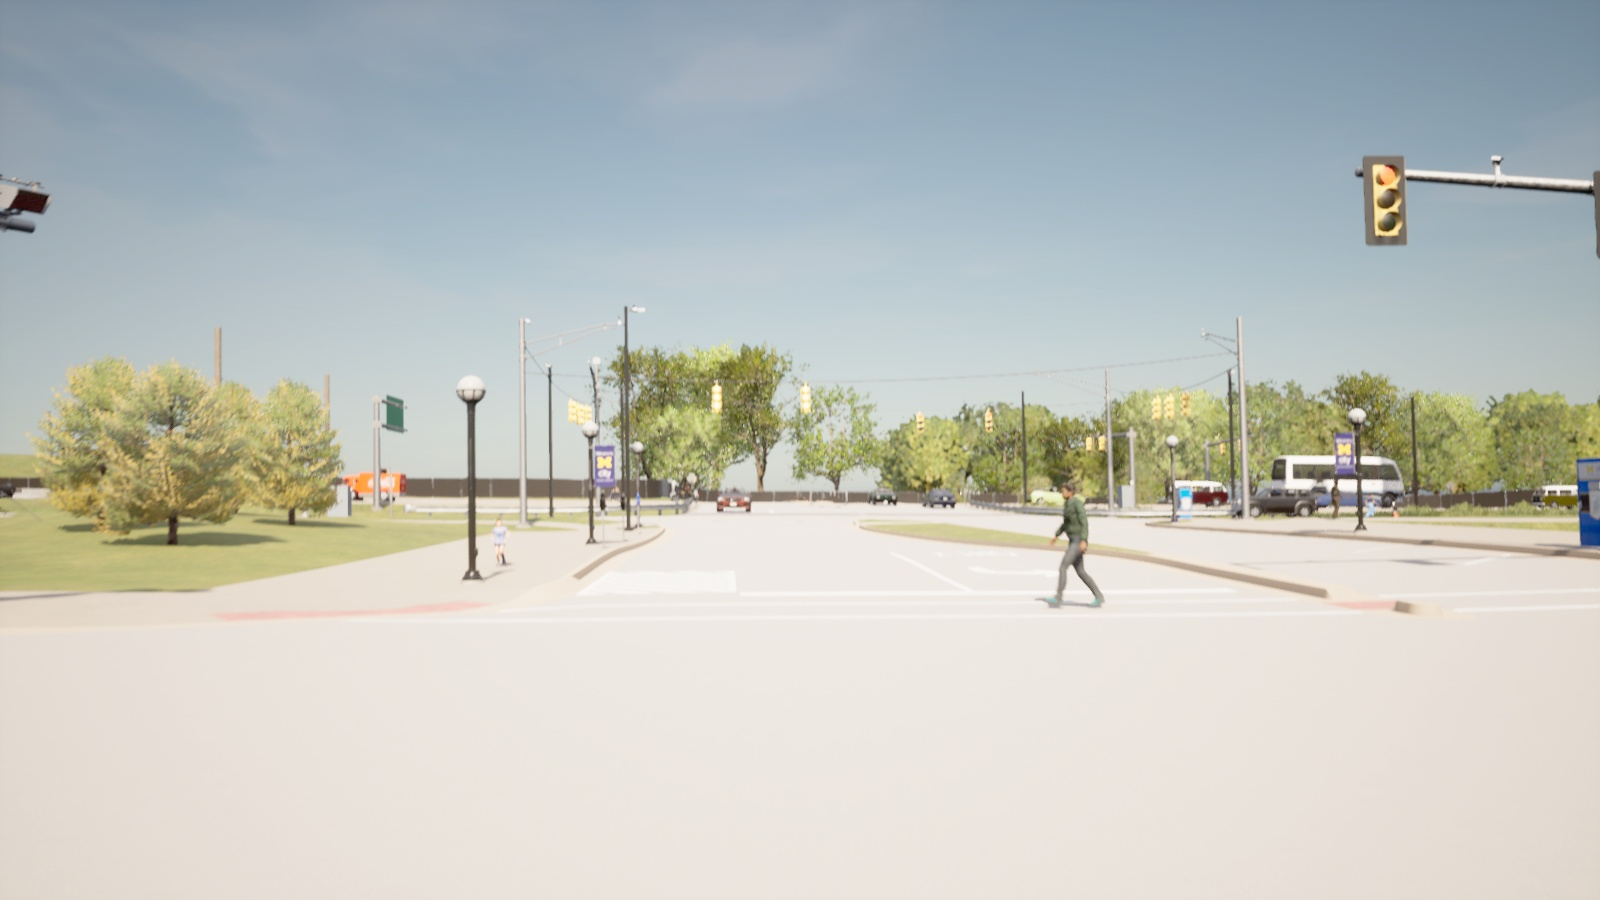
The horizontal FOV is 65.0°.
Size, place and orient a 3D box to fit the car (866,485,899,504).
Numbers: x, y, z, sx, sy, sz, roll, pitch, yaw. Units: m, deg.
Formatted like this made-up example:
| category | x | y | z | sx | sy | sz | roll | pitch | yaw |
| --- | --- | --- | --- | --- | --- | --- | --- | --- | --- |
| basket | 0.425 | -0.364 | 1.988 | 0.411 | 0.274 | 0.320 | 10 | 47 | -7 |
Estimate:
| category | x | y | z | sx | sy | sz | roll | pitch | yaw |
| --- | --- | --- | --- | --- | --- | --- | --- | --- | --- |
| car | 6.424 | 3.471 | 97.913 | 1.895 | 1.301 | 4.718 | 0 | 0 | -4 |

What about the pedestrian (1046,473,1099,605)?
| category | x | y | z | sx | sy | sz | roll | pitch | yaw |
| --- | --- | --- | --- | --- | --- | --- | --- | --- | --- |
| pedestrian | 3.887 | 1.258 | 17.944 | 0.614 | 1.847 | 0.353 | -1 | -2 | -2 |

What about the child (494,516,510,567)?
| category | x | y | z | sx | sy | sz | roll | pitch | yaw |
| --- | --- | --- | --- | --- | --- | --- | --- | --- | --- |
| child | -6.513 | 1.994 | 27.411 | 0.255 | 1.110 | 0.394 | -1 | -2 | -3 |

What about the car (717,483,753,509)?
| category | x | y | z | sx | sy | sz | roll | pitch | yaw |
| --- | --- | --- | --- | --- | --- | --- | --- | --- | --- |
| car | -4.161 | 2.944 | 80.776 | 2.152 | 1.651 | 5.027 | 0 | -2 | -1 |

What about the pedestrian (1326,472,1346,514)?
| category | x | y | z | sx | sy | sz | roll | pitch | yaw |
| --- | --- | --- | --- | --- | --- | --- | --- | --- | --- |
| pedestrian | 24.796 | 2.001 | 58.094 | 0.692 | 1.930 | 0.395 | -1 | -2 | -4 |

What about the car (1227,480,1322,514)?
| category | x | y | z | sx | sy | sz | roll | pitch | yaw |
| --- | --- | --- | --- | --- | --- | --- | --- | --- | --- |
| car | 26.990 | 2.671 | 71.486 | 4.605 | 1.855 | 1.932 | 0 | -2 | -2 |

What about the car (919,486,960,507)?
| category | x | y | z | sx | sy | sz | roll | pitch | yaw |
| --- | --- | --- | --- | --- | --- | --- | --- | --- | --- |
| car | 10.298 | 3.393 | 93.043 | 2.033 | 1.411 | 5.357 | 0 | -1 | -5 |
